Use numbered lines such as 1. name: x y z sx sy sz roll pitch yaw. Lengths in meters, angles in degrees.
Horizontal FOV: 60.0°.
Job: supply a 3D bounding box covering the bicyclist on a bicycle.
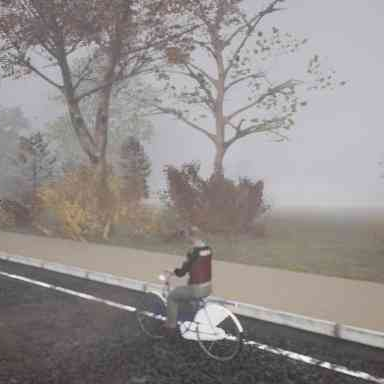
1. bicyclist on a bicycle: -0.133 1.367 4.721 1.843 1.776 0.659 0 0 35
